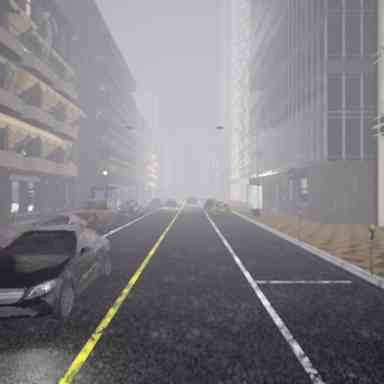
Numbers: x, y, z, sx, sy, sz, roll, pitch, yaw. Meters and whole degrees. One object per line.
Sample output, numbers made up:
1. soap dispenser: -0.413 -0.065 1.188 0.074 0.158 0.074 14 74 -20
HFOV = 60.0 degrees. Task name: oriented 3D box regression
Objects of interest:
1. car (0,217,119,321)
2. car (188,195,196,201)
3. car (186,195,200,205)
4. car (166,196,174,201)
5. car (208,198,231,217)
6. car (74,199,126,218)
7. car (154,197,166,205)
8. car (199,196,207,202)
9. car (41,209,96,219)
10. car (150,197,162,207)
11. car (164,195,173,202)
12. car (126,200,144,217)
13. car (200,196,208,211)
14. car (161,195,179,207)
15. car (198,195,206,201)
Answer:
1. car: -3.097 1.532 7.431 1.812 1.442 4.674 0 0 0
2. car: 0.022 1.392 78.380 1.882 1.535 5.008 0 0 0
3. car: 0.016 1.420 59.704 2.097 1.767 4.553 0 0 0
4. car: -5.667 1.698 87.541 1.802 1.307 4.206 0 0 0
5. car: 2.699 1.556 31.224 1.752 1.417 4.829 0 0 0
6. car: -5.685 1.334 19.758 2.192 1.841 5.009 0 0 0
7. car: -5.675 1.592 59.129 1.752 1.417 4.829 0 0 0
8. car: 2.712 1.651 81.890 1.887 1.381 4.507 0 0 0
9. car: -5.686 1.595 14.110 1.802 1.307 4.206 0 0 0
10. car: -5.676 1.625 53.649 1.947 1.339 4.313 0 0 0
11. car: -5.669 1.546 81.892 1.967 1.590 4.097 0 0 0
12. car: -5.682 1.471 31.056 1.967 1.590 4.097 0 0 0
13. car: 2.372 1.521 41.861 1.882 1.535 5.008 0 0 0
14. car: -3.061 1.618 50.383 1.994 1.385 4.181 0 0 0
15. car: 2.714 1.678 93.187 2.008 1.369 4.403 0 0 0
